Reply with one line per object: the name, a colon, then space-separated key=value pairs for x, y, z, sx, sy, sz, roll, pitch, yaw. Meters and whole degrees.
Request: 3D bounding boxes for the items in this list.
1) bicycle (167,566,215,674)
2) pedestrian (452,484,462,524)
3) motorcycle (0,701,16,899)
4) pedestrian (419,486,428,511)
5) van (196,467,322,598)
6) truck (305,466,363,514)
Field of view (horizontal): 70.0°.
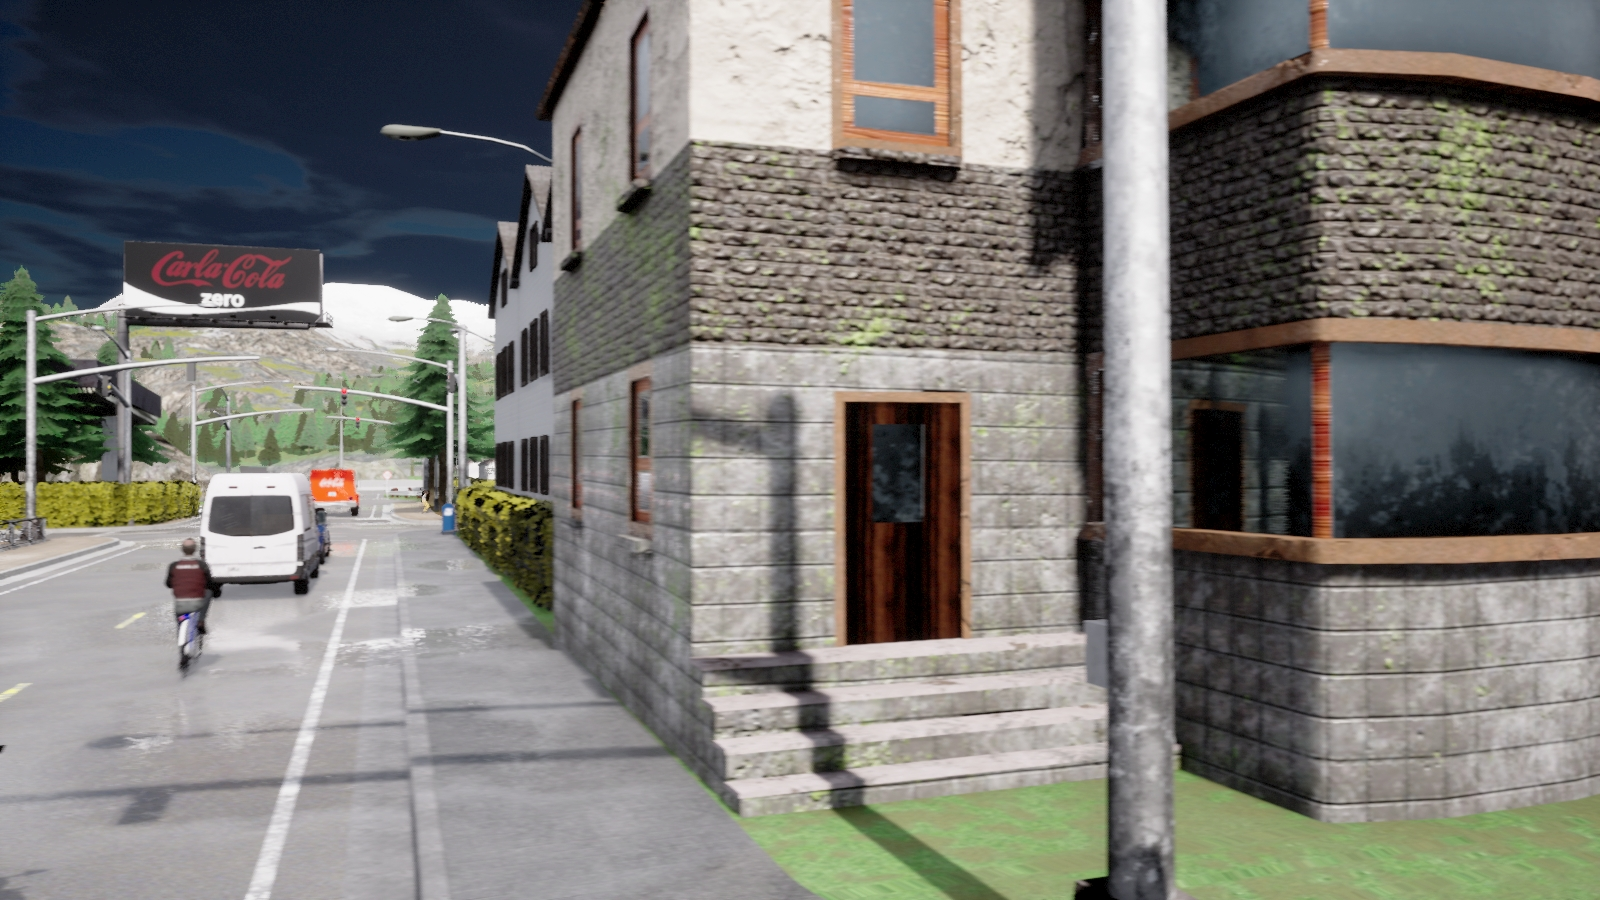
bicycle: x=-8.093 y=2.225 z=15.221 sx=0.329 sy=1.171 sz=1.835 roll=0 pitch=0 yaw=-21
pedestrian: x=-15.844 y=2.490 z=52.776 sx=0.375 sy=1.860 sz=0.375 roll=0 pitch=-1 yaw=-21
motorcycle: x=-4.771 y=2.109 z=6.011 sx=0.803 sy=1.145 sz=2.033 roll=1 pitch=-1 yaw=-27
pedestrian: x=-19.676 y=2.547 z=59.764 sx=0.375 sy=1.300 sz=0.375 roll=0 pitch=-1 yaw=-7
van: x=-11.966 y=1.681 z=25.632 sx=1.988 sy=2.561 sz=5.915 roll=0 pitch=-1 yaw=-20
truck: x=-25.512 y=2.186 z=62.724 sx=2.627 sy=2.467 sz=5.204 roll=-1 pitch=-2 yaw=-19
